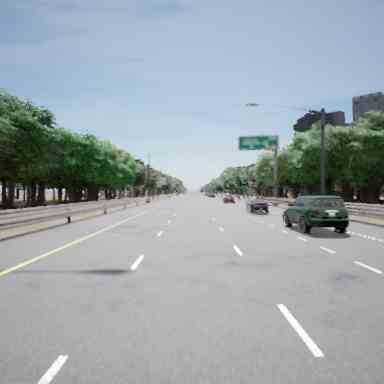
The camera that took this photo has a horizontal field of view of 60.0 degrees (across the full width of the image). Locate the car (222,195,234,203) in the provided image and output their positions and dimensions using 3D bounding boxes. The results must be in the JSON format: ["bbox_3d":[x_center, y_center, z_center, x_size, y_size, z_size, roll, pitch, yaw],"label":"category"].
[{"bbox_3d":[7.220,1.306,66.749,2.097,1.767,4.553,0,0,0],"label":"car"}]

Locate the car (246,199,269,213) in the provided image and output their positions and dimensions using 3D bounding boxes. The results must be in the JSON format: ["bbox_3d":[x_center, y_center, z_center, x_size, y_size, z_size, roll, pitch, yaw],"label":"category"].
[{"bbox_3d":[7.080,1.494,36.424,1.837,1.490,4.892,0,0,0],"label":"car"}]

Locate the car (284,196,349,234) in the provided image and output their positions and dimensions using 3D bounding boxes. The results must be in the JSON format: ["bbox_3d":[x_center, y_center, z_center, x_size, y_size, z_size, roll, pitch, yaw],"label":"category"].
[{"bbox_3d":[7.025,1.222,19.334,2.150,2.045,5.566,0,0,0],"label":"car"}]
